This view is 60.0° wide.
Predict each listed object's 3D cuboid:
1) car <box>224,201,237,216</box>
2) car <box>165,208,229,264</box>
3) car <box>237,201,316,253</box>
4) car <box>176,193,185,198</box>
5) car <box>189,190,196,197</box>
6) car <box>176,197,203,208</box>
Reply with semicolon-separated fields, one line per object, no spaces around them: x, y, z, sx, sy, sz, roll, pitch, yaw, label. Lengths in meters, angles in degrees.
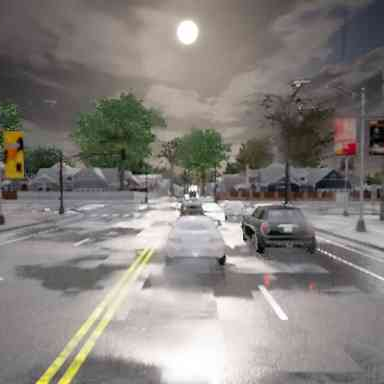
3.712;1.476;28.242;1.812;1.442;4.674;0;0;6;car
0.100;1.495;11.522;1.812;1.442;4.674;0;0;0;car
3.351;1.318;13.694;2.097;1.767;4.553;0;0;0;car
-2.751;0.975;80.301;1.994;1.385;4.181;0;0;1;car
0.100;0.891;88.509;1.837;1.490;4.892;0;0;1;car
-0.148;1.455;27.609;1.837;1.490;4.892;0;0;-5;car
